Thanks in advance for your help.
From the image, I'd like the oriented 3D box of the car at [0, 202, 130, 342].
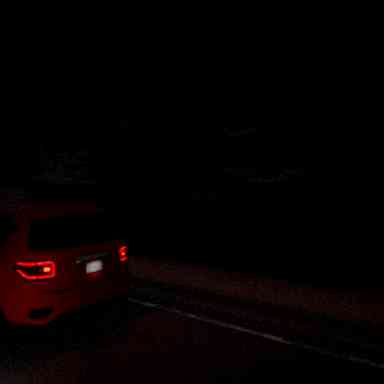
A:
[{"bbox_3d":[-3.706,1.216,6.612,5.566,2.045,2.150,1,0,34],"label":"car"}]
